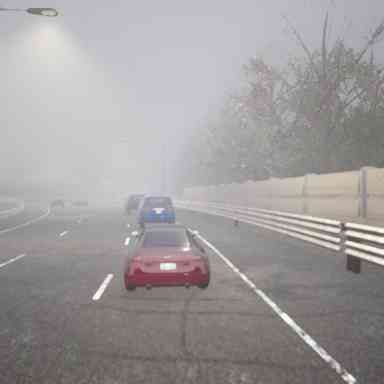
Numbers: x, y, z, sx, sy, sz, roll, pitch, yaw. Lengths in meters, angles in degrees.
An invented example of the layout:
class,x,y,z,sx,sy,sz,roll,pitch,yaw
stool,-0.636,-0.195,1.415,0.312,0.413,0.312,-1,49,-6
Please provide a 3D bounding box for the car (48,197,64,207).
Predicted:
class,x,y,z,sx,sy,sz,roll,pitch,yaw
car,-21.032,1.521,51.556,1.837,1.490,4.892,0,1,-29

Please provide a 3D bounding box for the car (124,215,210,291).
class,x,y,z,sx,sy,sz,roll,pitch,yaw
car,-0.711,1.564,9.110,1.994,1.385,4.181,0,0,-6

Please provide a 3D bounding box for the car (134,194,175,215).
class,x,y,z,sx,sy,sz,roll,pitch,yaw
car,-2.444,1.227,21.829,2.150,2.045,5.566,0,0,-12

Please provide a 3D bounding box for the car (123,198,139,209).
class,x,y,z,sx,sy,sz,roll,pitch,yaw
car,-8.806,1.555,47.811,2.033,1.411,5.357,0,0,-11

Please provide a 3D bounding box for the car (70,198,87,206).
class,x,y,z,sx,sy,sz,roll,pitch,yaw
car,-18.325,1.577,53.842,1.994,1.385,4.181,0,0,-30

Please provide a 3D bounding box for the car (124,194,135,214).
class,x,y,z,sx,sy,sz,roll,pitch,yaw
car,-6.026,1.229,35.766,2.150,2.045,5.566,0,0,-15
